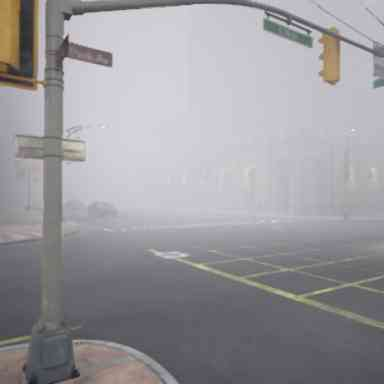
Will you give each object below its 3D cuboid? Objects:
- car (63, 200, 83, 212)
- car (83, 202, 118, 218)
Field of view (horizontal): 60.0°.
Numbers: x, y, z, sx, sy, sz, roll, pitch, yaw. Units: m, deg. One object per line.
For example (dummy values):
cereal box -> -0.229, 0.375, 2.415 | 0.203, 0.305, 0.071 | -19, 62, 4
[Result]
car -> -15.518, 1.825, 43.653 | 1.882, 1.535, 5.008 | 1, -1, -33
car -> -9.103, 1.767, 33.664 | 1.882, 1.535, 5.008 | 1, -1, -33
